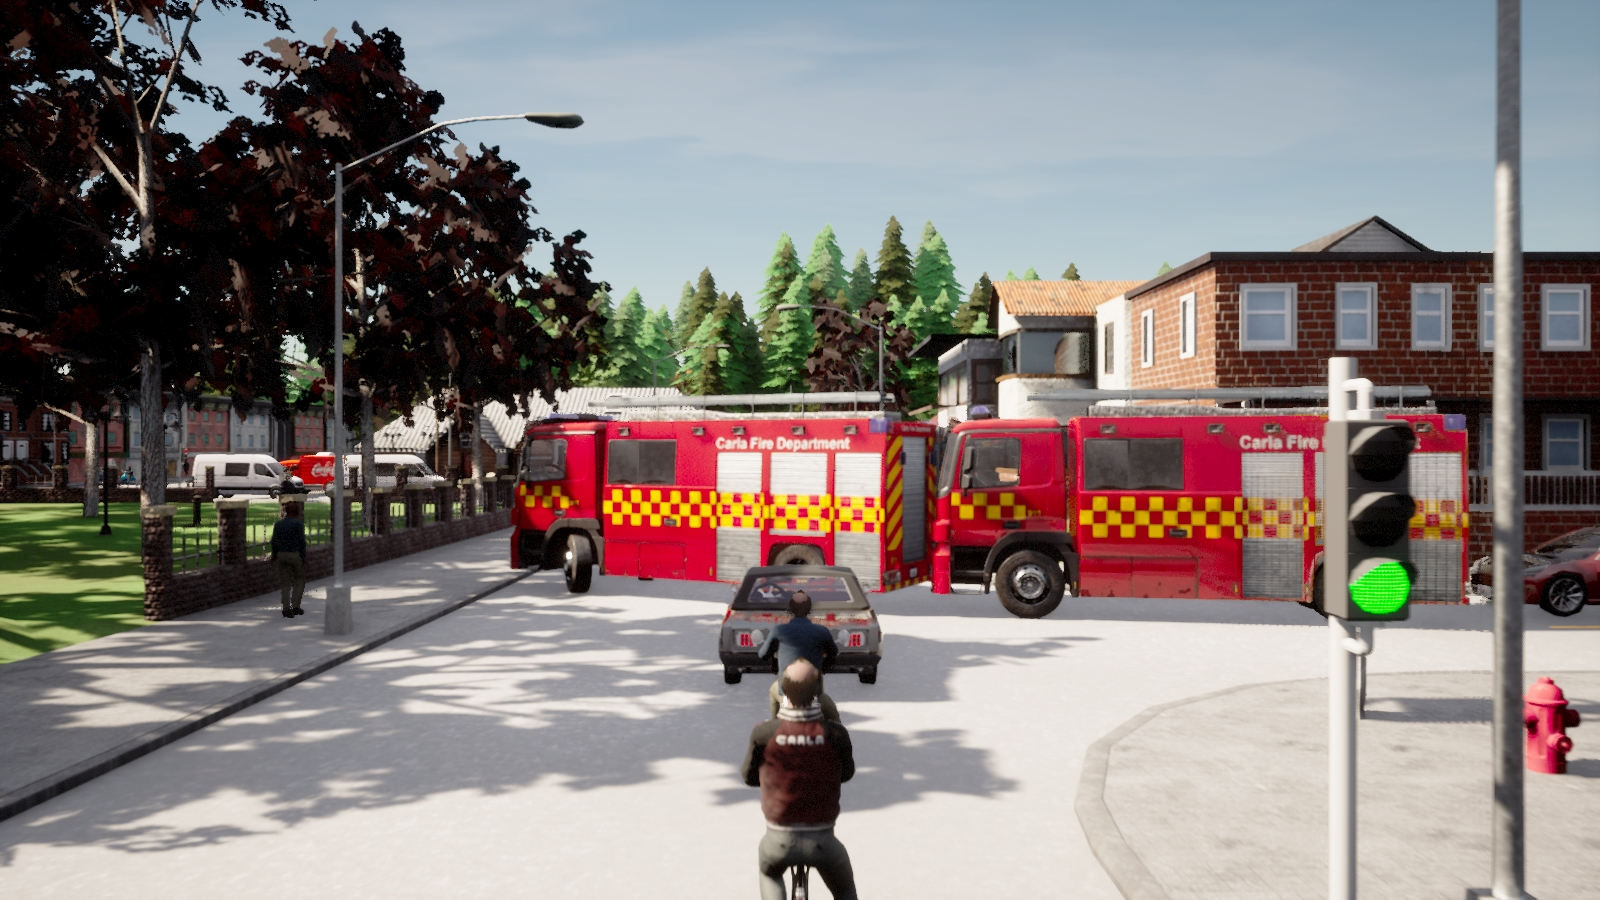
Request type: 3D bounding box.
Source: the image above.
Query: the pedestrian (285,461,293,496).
[{"bbox_3d":[-27.117,1.523,60.610,0.375,1.860,0.375,0,0,-22],"label":"pedestrian"}]

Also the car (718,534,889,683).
[{"bbox_3d":[0.036,1.935,15.014,1.895,1.301,4.718,0,0,0],"label":"car"}]

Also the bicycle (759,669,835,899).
[{"bbox_3d":[-0.014,1.940,5.883,0.329,1.271,1.835,0,0,0],"label":"bicycle"}]

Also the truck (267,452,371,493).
[{"bbox_3d":[-29.152,1.345,69.425,5.204,2.467,2.627,0,0,0],"label":"truck"}]

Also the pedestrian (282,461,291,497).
[{"bbox_3d":[-26.988,1.526,60.018,0.375,1.860,0.375,0,0,-34],"label":"pedestrian"}]

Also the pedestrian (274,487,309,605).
[{"bbox_3d":[-8.131,1.525,18.271,0.375,1.860,0.375,0,0,6],"label":"pedestrian"}]

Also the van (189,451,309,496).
[{"bbox_3d":[-31.522,1.315,65.497,5.915,2.561,1.988,0,0,1],"label":"van"}]

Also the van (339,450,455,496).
[{"bbox_3d":[-23.026,1.315,65.439,5.915,2.561,1.988,0,0,0],"label":"van"}]

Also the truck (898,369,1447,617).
[{"bbox_3d":[6.075,0.670,19.814,8.468,3.827,2.891,0,0,10],"label":"truck"}]

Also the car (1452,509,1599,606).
[{"bbox_3d":[14.475,1.843,20.084,4.792,1.488,2.163,0,0,0],"label":"car"}]

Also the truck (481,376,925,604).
[{"bbox_3d":[-2.035,0.671,22.452,8.468,3.827,2.891,0,0,28],"label":"truck"}]
